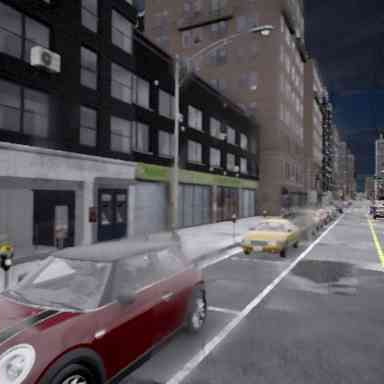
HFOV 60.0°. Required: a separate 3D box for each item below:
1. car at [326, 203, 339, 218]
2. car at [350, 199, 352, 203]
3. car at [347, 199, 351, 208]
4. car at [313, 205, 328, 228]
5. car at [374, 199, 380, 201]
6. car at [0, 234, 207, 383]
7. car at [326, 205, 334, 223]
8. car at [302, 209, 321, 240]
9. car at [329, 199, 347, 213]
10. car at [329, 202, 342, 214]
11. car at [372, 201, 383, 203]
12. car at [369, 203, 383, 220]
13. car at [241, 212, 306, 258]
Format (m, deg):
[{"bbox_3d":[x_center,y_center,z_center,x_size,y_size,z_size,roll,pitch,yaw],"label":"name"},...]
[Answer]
[{"bbox_3d":[13.295,2.109,33.506,2.008,1.369,4.403,0,-1,27],"label":"car"},{"bbox_3d":[35.049,2.830,76.462,1.887,1.381,4.507,0,-1,27],"label":"car"},{"bbox_3d":[32.585,2.754,71.597,2.008,1.369,4.403,0,-1,27],"label":"car"},{"bbox_3d":[8.328,1.913,23.698,1.752,1.417,4.829,0,-1,27],"label":"car"},{"bbox_3d":[47.134,2.903,82.561,1.967,1.590,4.097,0,-1,27],"label":"car"},{"bbox_3d":[-1.375,1.489,4.539,1.967,1.590,4.097,0,-1,27],"label":"car"},{"bbox_3d":[10.850,2.057,28.678,1.802,1.307,4.206,0,-1,27],"label":"car"},{"bbox_3d":[5.959,1.871,19.021,1.947,1.339,4.313,0,-1,27],"label":"car"},{"bbox_3d":[20.633,2.119,47.994,2.192,1.841,5.009,0,-1,27],"label":"car"},{"bbox_3d":[15.741,2.191,38.335,2.008,1.369,4.403,0,-1,27],"label":"car"},{"bbox_3d":[26.047,2.361,46.761,1.812,1.442,4.674,0,-1,27],"label":"car"},{"bbox_3d":[20.279,2.189,35.322,2.033,1.411,5.357,0,-1,27],"label":"car"},{"bbox_3d":[3.438,1.742,14.042,1.752,1.417,4.829,0,-1,27],"label":"car"}]
